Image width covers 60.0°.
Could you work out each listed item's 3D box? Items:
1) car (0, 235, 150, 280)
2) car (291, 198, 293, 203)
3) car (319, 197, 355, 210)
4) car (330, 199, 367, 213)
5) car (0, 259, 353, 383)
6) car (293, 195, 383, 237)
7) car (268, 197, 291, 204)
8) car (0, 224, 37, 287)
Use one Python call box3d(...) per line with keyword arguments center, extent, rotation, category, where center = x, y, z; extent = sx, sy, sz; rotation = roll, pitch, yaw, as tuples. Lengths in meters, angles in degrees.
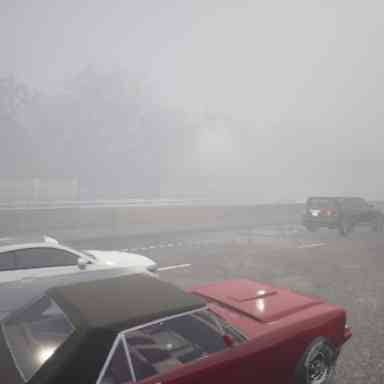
box3d(center=(-2.822, 1.525, 6.032), extent=(4.674, 1.442, 1.812), rotation=(0, 0, -35), category="car")
box3d(center=(16.087, 1.516, 45.516), extent=(4.674, 1.442, 1.812), rotation=(0, 0, -35), category="car")
box3d(center=(18.855, 1.484, 43.195), extent=(4.902, 1.511, 2.128), rotation=(0, 0, -35), category="car")
box3d(center=(18.049, 1.553, 38.333), extent=(4.181, 1.385, 1.994), rotation=(0, 0, -35), category="car")
box3d(center=(-0.369, 1.600, 3.479), extent=(4.718, 1.301, 1.895), rotation=(0, 0, -36), category="car")
box3d(center=(8.387, 1.208, 18.328), extent=(5.566, 2.045, 2.150), rotation=(0, 0, -35), category="car")
box3d(center=(12.925, 1.482, 47.563), extent=(4.902, 1.511, 2.128), rotation=(0, 0, -35), category="car")
box3d(center=(-6.379, 1.602, 7.794), extent=(4.718, 1.301, 1.895), rotation=(0, 0, -35), category="car")
